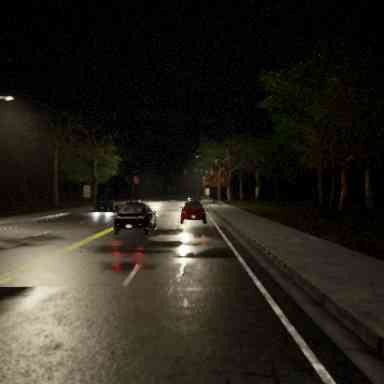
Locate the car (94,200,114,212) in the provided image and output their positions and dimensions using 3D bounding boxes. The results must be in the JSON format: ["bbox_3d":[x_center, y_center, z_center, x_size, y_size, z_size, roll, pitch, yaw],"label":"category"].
[{"bbox_3d":[-9.757,1.559,38.112,1.994,1.385,4.181,0,0,0],"label":"car"}]

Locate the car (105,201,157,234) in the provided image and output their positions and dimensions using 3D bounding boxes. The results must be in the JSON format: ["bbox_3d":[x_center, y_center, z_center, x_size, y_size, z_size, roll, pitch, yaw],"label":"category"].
[{"bbox_3d":[-3.152,1.488,19.036,2.128,1.511,4.902,0,0,0],"label":"car"}]

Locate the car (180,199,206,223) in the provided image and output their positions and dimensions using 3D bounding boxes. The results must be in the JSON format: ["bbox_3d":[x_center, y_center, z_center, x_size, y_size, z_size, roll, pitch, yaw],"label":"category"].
[{"bbox_3d":[0.097,1.521,25.066,1.812,1.442,4.674,0,0,0],"label":"car"}]
